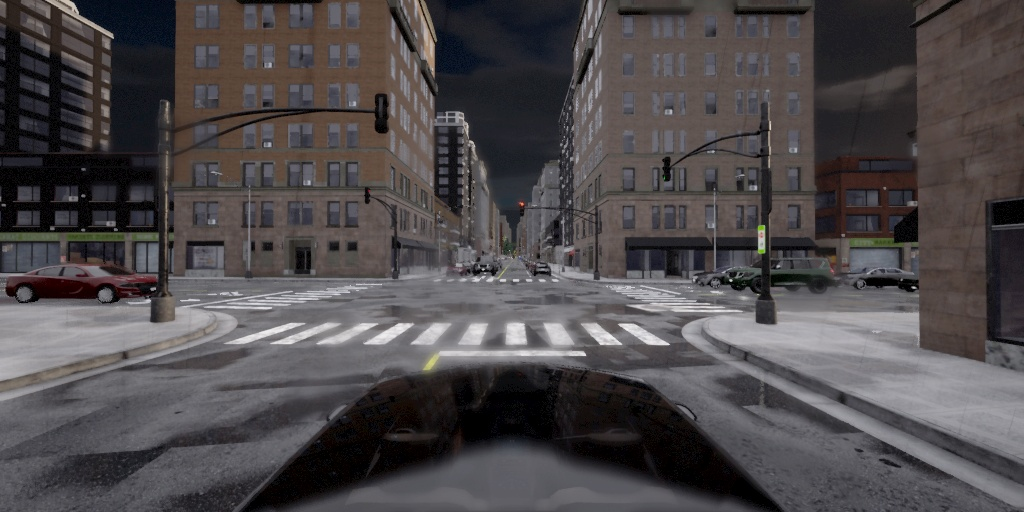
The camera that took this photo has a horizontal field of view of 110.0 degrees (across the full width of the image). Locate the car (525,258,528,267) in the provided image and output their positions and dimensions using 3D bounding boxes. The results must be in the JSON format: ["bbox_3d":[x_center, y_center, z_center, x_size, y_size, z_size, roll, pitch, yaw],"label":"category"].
[{"bbox_3d":[3.103,1.303,47.311,2.007,1.370,4.403,0,0,1],"label":"car"}]

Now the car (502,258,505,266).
[{"bbox_3d":[-2.521,1.353,58.202,1.895,1.301,4.718,0,0,1],"label":"car"}]

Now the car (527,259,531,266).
[{"bbox_3d":[3.035,1.298,41.781,1.888,1.381,4.507,0,0,1],"label":"car"}]

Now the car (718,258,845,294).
[{"bbox_3d":[15.615,1.105,21.029,5.566,2.045,2.150,0,-1,0],"label":"car"}]

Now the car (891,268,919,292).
[{"bbox_3d":[25.718,1.551,20.963,4.718,1.301,1.895,0,-1,0],"label":"car"}]

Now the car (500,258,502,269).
[{"bbox_3d":[-2.658,1.258,47.946,1.837,1.490,4.892,0,0,1],"label":"car"}]

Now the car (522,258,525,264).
[{"bbox_3d":[3.307,1.316,63.902,1.948,1.339,4.313,0,0,1],"label":"car"}]

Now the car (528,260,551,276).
[{"bbox_3d":[2.967,1.319,36.251,1.948,1.339,4.313,0,0,1],"label":"car"}]

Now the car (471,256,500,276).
[{"bbox_3d":[-2.782,0.976,37.858,2.150,2.045,5.566,0,0,1],"label":"car"}]

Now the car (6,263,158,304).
[{"bbox_3d":[-17.049,1.064,14.537,5.008,1.535,1.882,0,-1,-1],"label":"car"}]

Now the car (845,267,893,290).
[{"bbox_3d":[24.231,1.464,24.219,4.902,1.511,2.128,0,-1,0],"label":"car"}]

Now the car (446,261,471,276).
[{"bbox_3d":[-5.558,1.336,36.352,1.802,1.307,4.207,0,0,1],"label":"car"}]

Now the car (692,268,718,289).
[{"bbox_3d":[14.826,1.402,24.277,4.902,1.511,2.128,0,-1,2],"label":"car"}]
